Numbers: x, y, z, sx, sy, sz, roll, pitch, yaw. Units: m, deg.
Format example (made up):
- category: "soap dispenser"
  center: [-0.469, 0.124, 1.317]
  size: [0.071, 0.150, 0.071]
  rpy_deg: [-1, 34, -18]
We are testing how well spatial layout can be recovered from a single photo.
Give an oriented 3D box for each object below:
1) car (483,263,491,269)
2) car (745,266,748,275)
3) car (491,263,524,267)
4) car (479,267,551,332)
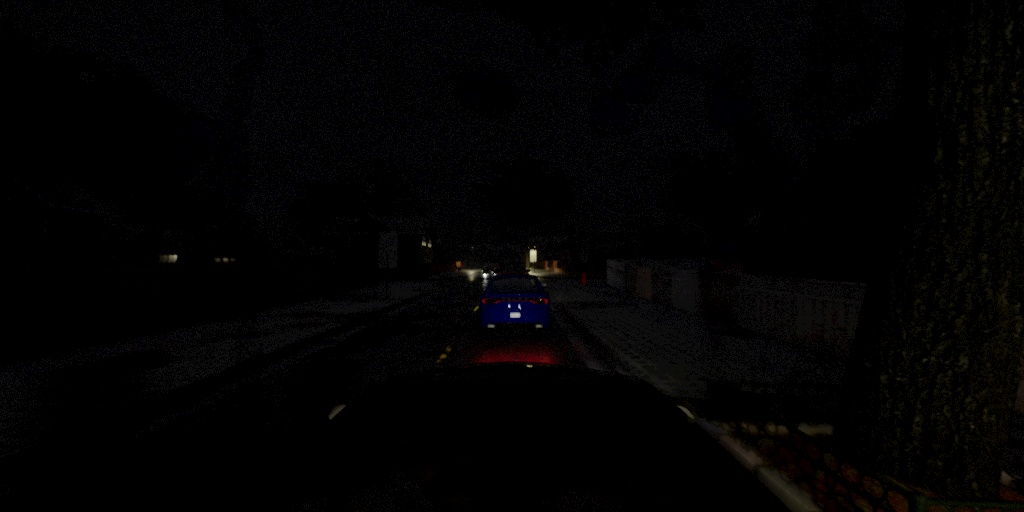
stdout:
- category: "car"
  center: [-2.856, 1.636, 48.789]
  size: [1.812, 1.442, 4.674]
  rpy_deg: [0, -1, 0]
- category: "car"
  center: [23.366, 1.026, 32.122]
  size: [4.553, 1.767, 2.097]
  rpy_deg: [-1, -2, 1]
- category: "car"
  center: [0.044, 1.217, 21.983]
  size: [2.097, 1.767, 4.553]
  rpy_deg: [0, 0, 0]
- category: "car"
  center: [0.079, 1.273, 11.099]
  size: [1.882, 1.535, 5.008]
  rpy_deg: [0, 0, 0]
